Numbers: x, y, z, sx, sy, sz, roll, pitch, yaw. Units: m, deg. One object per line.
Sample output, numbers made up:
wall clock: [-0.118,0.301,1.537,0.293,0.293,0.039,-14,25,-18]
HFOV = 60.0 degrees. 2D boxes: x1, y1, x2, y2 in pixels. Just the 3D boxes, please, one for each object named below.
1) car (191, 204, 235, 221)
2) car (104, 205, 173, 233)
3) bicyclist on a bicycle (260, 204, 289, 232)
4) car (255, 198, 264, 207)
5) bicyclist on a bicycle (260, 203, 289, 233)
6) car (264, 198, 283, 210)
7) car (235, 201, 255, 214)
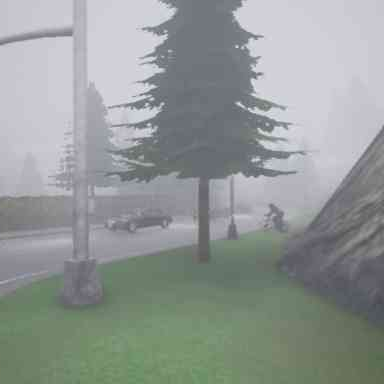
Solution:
car: [1.704,1.711,28.445,1.895,1.301,4.718,0,0,28]
car: [-3.190,1.598,20.523,2.128,1.511,4.902,-1,0,34]
bicyclist on a bicycle: [4.876,1.507,19.711,1.656,1.620,0.582,-1,0,15]
car: [11.544,1.712,55.135,2.033,1.411,5.357,0,0,-11]
bicyclist on a bicycle: [4.638,1.505,19.004,1.656,1.620,0.582,-1,-1,34]
car: [11.172,1.687,45.100,1.994,1.385,4.181,0,0,10]
car: [5.674,1.728,37.953,1.895,1.301,4.718,0,0,17]
